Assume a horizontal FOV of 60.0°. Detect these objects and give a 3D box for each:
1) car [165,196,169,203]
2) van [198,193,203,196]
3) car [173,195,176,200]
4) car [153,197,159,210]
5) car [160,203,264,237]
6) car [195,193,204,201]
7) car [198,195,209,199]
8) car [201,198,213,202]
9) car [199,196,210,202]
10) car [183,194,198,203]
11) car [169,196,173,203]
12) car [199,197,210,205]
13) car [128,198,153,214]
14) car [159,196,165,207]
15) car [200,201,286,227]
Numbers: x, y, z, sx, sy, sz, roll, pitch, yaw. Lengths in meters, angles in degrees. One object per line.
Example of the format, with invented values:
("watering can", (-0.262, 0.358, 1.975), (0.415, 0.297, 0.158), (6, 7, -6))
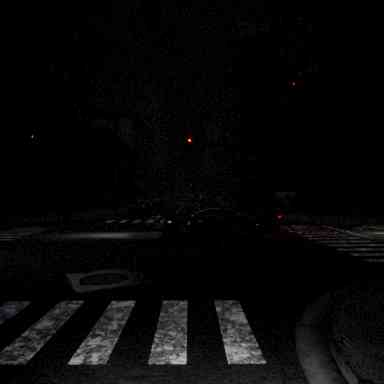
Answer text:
("car", (-5.678, 1.631, 58.203), (2.008, 1.369, 4.403), (0, 0, 0))
("van", (2.346, 1.421, 58.196), (1.690, 1.788, 3.998), (0, 0, 0))
("car", (-5.658, 1.690, 80.246), (2.008, 1.369, 4.403), (0, 0, 0))
("car", (-5.694, 1.487, 41.672), (1.967, 1.590, 4.097), (0, 0, 0))
("car", (0.954, 1.494, 17.375), (4.902, 1.511, 2.128), (0, 0, 0))
("car", (2.009, 1.396, 90.152), (2.150, 2.045, 5.566), (0, 0, 0))
("car", (2.341, 1.634, 52.686), (1.947, 1.339, 4.313), (0, 0, 0))
("car", (2.326, 1.604, 36.152), (1.947, 1.339, 4.313), (0, 0, 0))
("car", (2.336, 1.639, 47.175), (1.802, 1.307, 4.206), (0, 0, 0))
("car", (-0.286, 1.597, 63.301), (1.837, 1.490, 4.892), (0, 0, 0))
("car", (-5.668, 1.548, 69.225), (1.967, 1.590, 4.097), (0, 0, 0))
("car", (2.351, 1.644, 63.707), (2.008, 1.369, 4.403), (0, 0, 0))
("car", (-5.699, 1.478, 36.161), (1.967, 1.590, 4.097), (0, 0, 0))
("car", (-5.684, 1.650, 52.693), (1.802, 1.307, 4.206), (0, 0, 0))
("car", (3.371, 1.555, 21.958), (5.357, 1.411, 2.033), (0, 0, 22))
